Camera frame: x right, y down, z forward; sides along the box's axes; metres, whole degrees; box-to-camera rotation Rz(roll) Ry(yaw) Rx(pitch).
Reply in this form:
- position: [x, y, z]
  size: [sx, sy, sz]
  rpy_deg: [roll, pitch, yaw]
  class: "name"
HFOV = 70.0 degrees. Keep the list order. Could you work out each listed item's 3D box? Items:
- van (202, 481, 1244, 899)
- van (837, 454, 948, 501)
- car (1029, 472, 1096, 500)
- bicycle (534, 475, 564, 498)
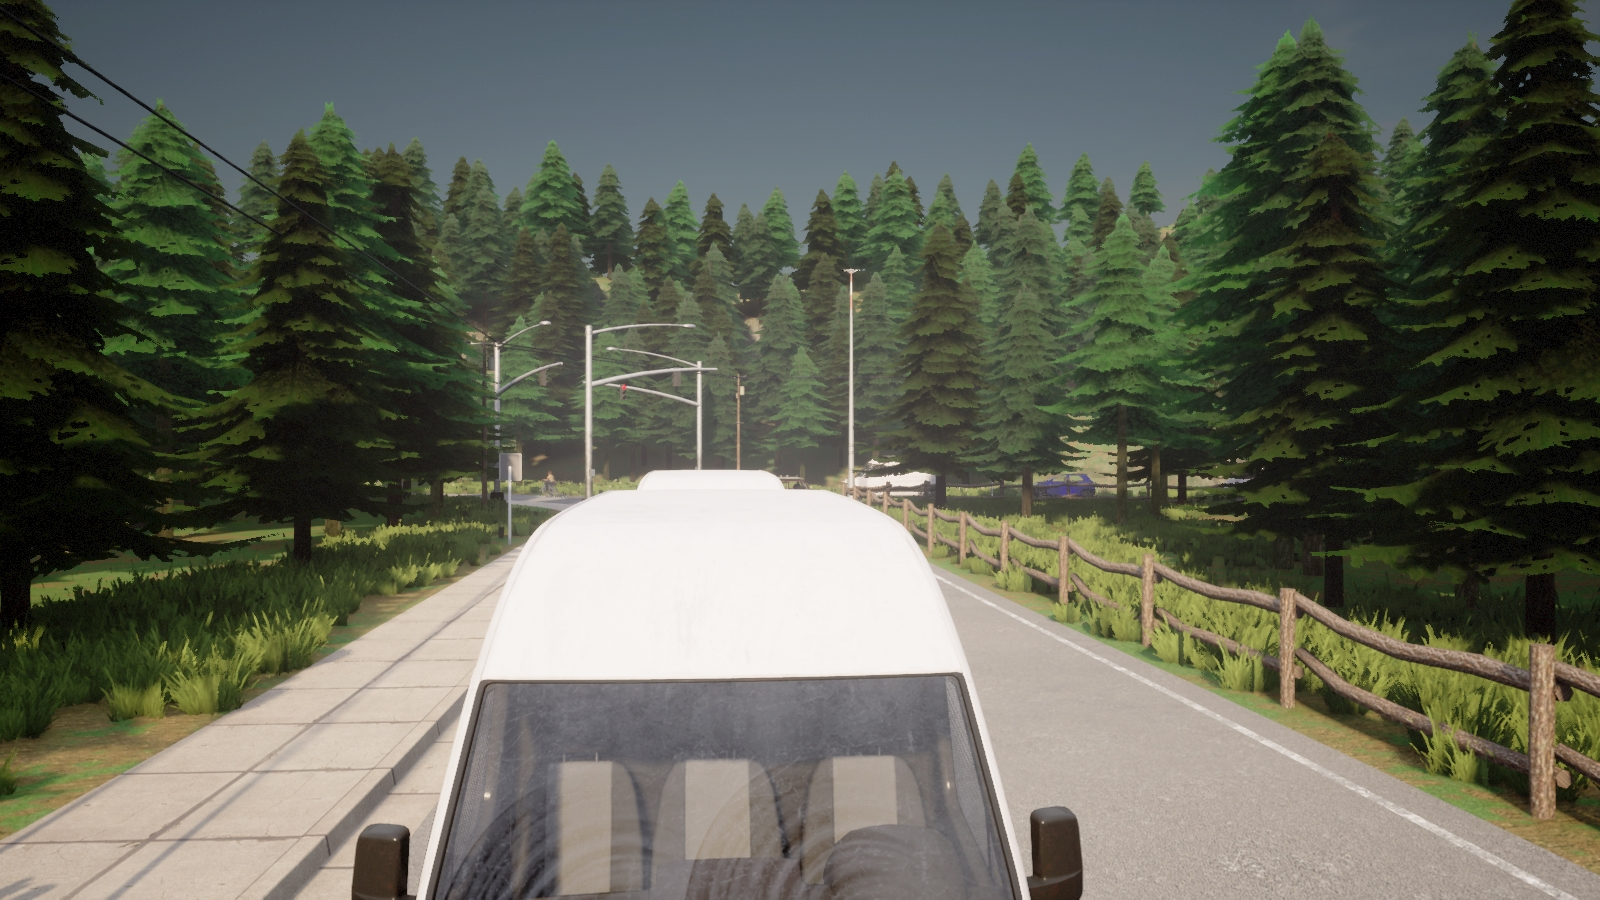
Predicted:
- position: [-0.346, 1.500, 5.134]
  size: [1.988, 2.561, 5.915]
  rpy_deg: [0, 0, -5]
  class: "van"
- position: [5.185, 1.536, 64.408]
  size: [5.915, 2.561, 1.988]
  rpy_deg: [0, 0, -10]
  class: "van"
- position: [14.882, 2.039, 64.979]
  size: [3.633, 1.501, 1.845]
  rpy_deg: [0, 0, 10]
  class: "car"
- position: [-14.764, 2.132, 67.214]
  size: [1.487, 1.276, 0.859]
  rpy_deg: [0, 2, 30]
  class: "bicycle"
